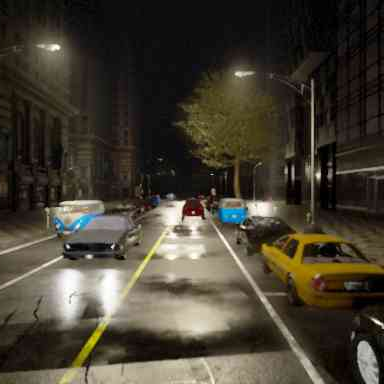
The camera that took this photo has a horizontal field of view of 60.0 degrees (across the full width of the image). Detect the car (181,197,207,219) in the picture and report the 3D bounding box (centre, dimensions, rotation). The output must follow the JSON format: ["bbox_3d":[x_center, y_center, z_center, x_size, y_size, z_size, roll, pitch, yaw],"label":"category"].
[{"bbox_3d":[0.098,1.490,29.010,1.882,1.535,5.008,0,0,0],"label":"car"}]

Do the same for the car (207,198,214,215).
[{"bbox_3d":[2.759,1.567,34.119,2.008,1.369,4.403,0,0,0],"label":"car"}]

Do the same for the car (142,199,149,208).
[{"bbox_3d":[-5.766,1.599,33.638,1.802,1.307,4.206,0,0,0],"label":"car"}]

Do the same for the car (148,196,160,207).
[{"bbox_3d":[-5.767,1.592,44.465,1.947,1.339,4.313,0,0,0],"label":"car"}]

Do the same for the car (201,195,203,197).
[{"bbox_3d":[2.763,1.562,55.447,1.752,1.417,4.829,0,0,0],"label":"car"}]

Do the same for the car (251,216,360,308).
[{"bbox_3d":[2.761,1.528,7.844,1.752,1.417,4.829,0,0,0],"label":"car"}]

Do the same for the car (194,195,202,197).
[{"bbox_3d":[0.097,1.552,45.372,1.812,1.442,4.674,0,0,0],"label":"car"}]

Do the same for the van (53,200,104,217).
[{"bbox_3d":[-5.766,1.348,17.399,1.690,1.788,3.998,0,0,0],"label":"van"}]

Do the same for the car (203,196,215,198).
[{"bbox_3d":[2.757,1.335,39.408,2.192,1.841,5.009,0,0,0],"label":"car"}]

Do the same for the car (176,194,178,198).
[{"bbox_3d":[-5.784,1.637,93.388,1.887,1.381,4.507,0,0,0],"label":"car"}]

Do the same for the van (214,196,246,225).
[{"bbox_3d":[2.759,1.351,23.541,1.690,1.788,3.998,0,0,0],"label":"van"}]

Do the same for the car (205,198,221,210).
[{"bbox_3d":[2.758,1.570,44.697,1.887,1.381,4.507,0,0,0],"label":"car"}]

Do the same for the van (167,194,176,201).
[{"bbox_3d":[-5.785,1.424,87.863,1.690,1.788,3.998,0,0,0],"label":"van"}]

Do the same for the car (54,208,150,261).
[{"bbox_3d":[-3.076,1.552,12.616,2.033,1.411,5.357,0,0,0],"label":"car"}]

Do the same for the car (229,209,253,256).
[{"bbox_3d":[2.760,1.570,12.964,1.947,1.339,4.313,0,0,0],"label":"car"}]

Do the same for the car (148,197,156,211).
[{"bbox_3d":[-5.767,1.565,39.052,1.887,1.381,4.507,0,0,0],"label":"car"}]

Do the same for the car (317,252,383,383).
[{"bbox_3d":[2.761,1.551,2.385,2.008,1.369,4.403,0,0,0],"label":"car"}]

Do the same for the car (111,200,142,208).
[{"bbox_3d":[-5.766,1.564,28.226,2.008,1.369,4.403,0,0,0],"label":"car"}]

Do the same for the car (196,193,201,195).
[{"bbox_3d":[2.771,1.636,93.370,1.887,1.381,4.507,0,0,0],"label":"car"}]
